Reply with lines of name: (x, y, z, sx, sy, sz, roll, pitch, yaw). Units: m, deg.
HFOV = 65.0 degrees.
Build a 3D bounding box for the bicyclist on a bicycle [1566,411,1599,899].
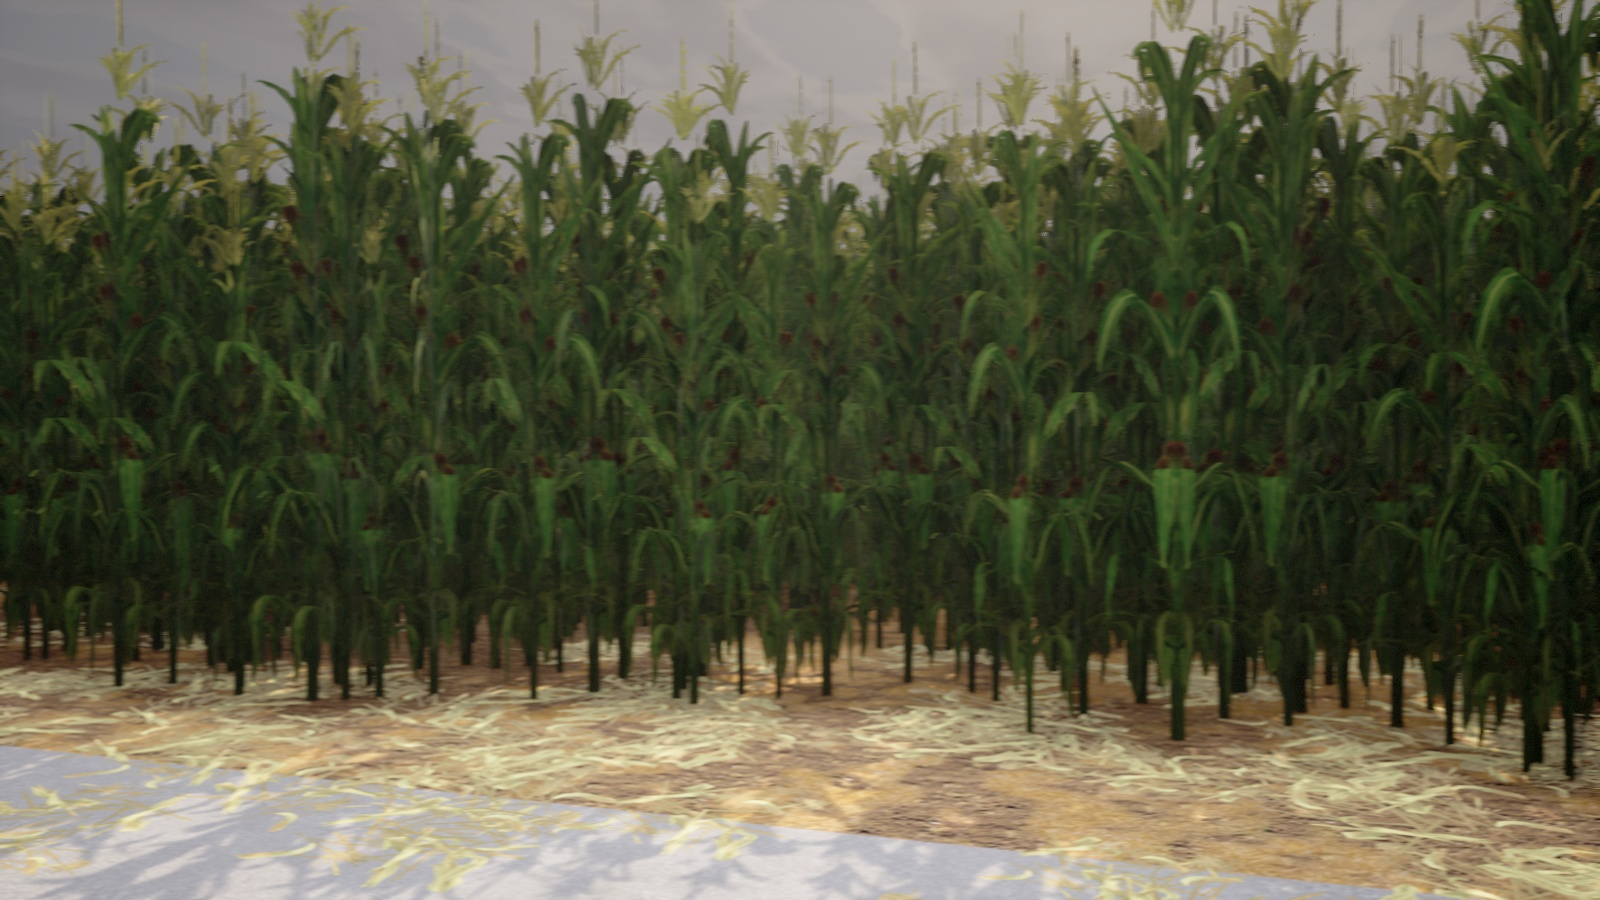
bicyclist on a bicycle: (2.219, 0.740, 2.032, 1.509, 1.612, 0.866, 1, 1, 18)
